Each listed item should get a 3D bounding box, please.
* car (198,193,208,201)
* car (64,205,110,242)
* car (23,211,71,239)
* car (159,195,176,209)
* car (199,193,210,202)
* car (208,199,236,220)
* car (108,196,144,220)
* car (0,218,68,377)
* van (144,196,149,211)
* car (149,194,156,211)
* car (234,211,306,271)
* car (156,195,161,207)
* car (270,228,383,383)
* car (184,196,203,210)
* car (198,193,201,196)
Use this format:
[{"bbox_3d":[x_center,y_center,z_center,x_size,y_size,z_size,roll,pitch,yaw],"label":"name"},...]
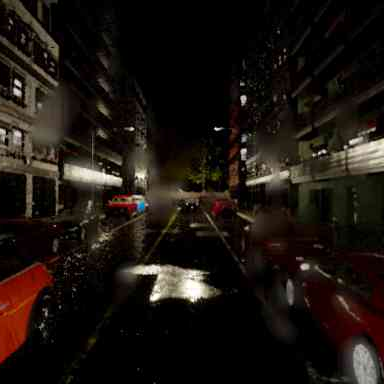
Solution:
[{"bbox_3d":[2.537,1.168,78.918,2.192,1.841,5.009,1,0,0],"label":"car"},{"bbox_3d":[-5.679,1.519,16.178,2.008,1.369,4.403,1,0,0],"label":"car"},{"bbox_3d":[-5.667,1.524,10.483,1.887,1.381,4.507,1,0,0],"label":"car"},{"bbox_3d":[-3.185,1.439,45.016,1.812,1.442,4.674,0,0,0],"label":"car"},{"bbox_3d":[2.570,1.408,61.999,1.752,1.417,4.829,1,0,0],"label":"car"},{"bbox_3d":[2.643,1.492,27.651,1.887,1.381,4.507,1,0,0],"label":"car"},{"bbox_3d":[-5.700,1.262,27.571,2.192,1.841,5.009,1,0,0],"label":"car"},{"bbox_3d":[-3.107,1.345,3.146,2.097,1.767,4.553,0,0,0],"label":"car"},{"bbox_3d":[-5.712,1.277,33.267,1.690,1.788,3.998,1,0,0],"label":"van"},{"bbox_3d":[-5.726,1.365,38.964,1.967,1.590,4.097,1,0,0],"label":"car"},{"bbox_3d":[2.680,1.525,10.562,1.887,1.381,4.507,1,0,0],"label":"car"},{"bbox_3d":[-5.741,1.465,44.661,2.008,1.369,4.403,1,0,0],"label":"car"},{"bbox_3d":[2.693,1.536,4.866,1.887,1.381,4.507,1,0,0],"label":"car"},{"bbox_3d":[0.010,1.521,41.632,1.895,1.301,4.718,0,0,0],"label":"car"},{"bbox_3d":[2.545,1.408,73.222,1.887,1.381,4.507,1,0,0],"label":"car"}]
